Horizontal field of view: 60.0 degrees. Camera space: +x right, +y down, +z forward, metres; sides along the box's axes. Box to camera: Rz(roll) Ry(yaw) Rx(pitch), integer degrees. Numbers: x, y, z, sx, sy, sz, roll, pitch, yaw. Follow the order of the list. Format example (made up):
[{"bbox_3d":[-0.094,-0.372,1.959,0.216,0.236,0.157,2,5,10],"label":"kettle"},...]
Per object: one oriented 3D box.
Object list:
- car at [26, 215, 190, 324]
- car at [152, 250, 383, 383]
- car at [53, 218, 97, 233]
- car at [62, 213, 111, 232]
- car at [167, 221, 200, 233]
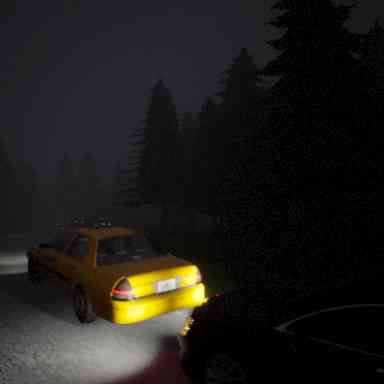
[{"bbox_3d":[-2.035,1.366,7.071,1.801,1.575,5.366,0,1,-40],"label":"car"},{"bbox_3d":[2.046,1.552,3.065,4.892,1.490,1.837,2,1,39],"label":"car"},{"bbox_3d":[-11.633,3.388,33.396,1.895,1.301,4.718,-3,-8,13],"label":"car"},{"bbox_3d":[-9.235,2.812,29.751,2.033,1.411,5.357,-2,-7,7],"label":"car"},{"bbox_3d":[-1.111,4.999,46.909,1.882,1.535,5.008,-4,-8,37],"label":"car"}]
